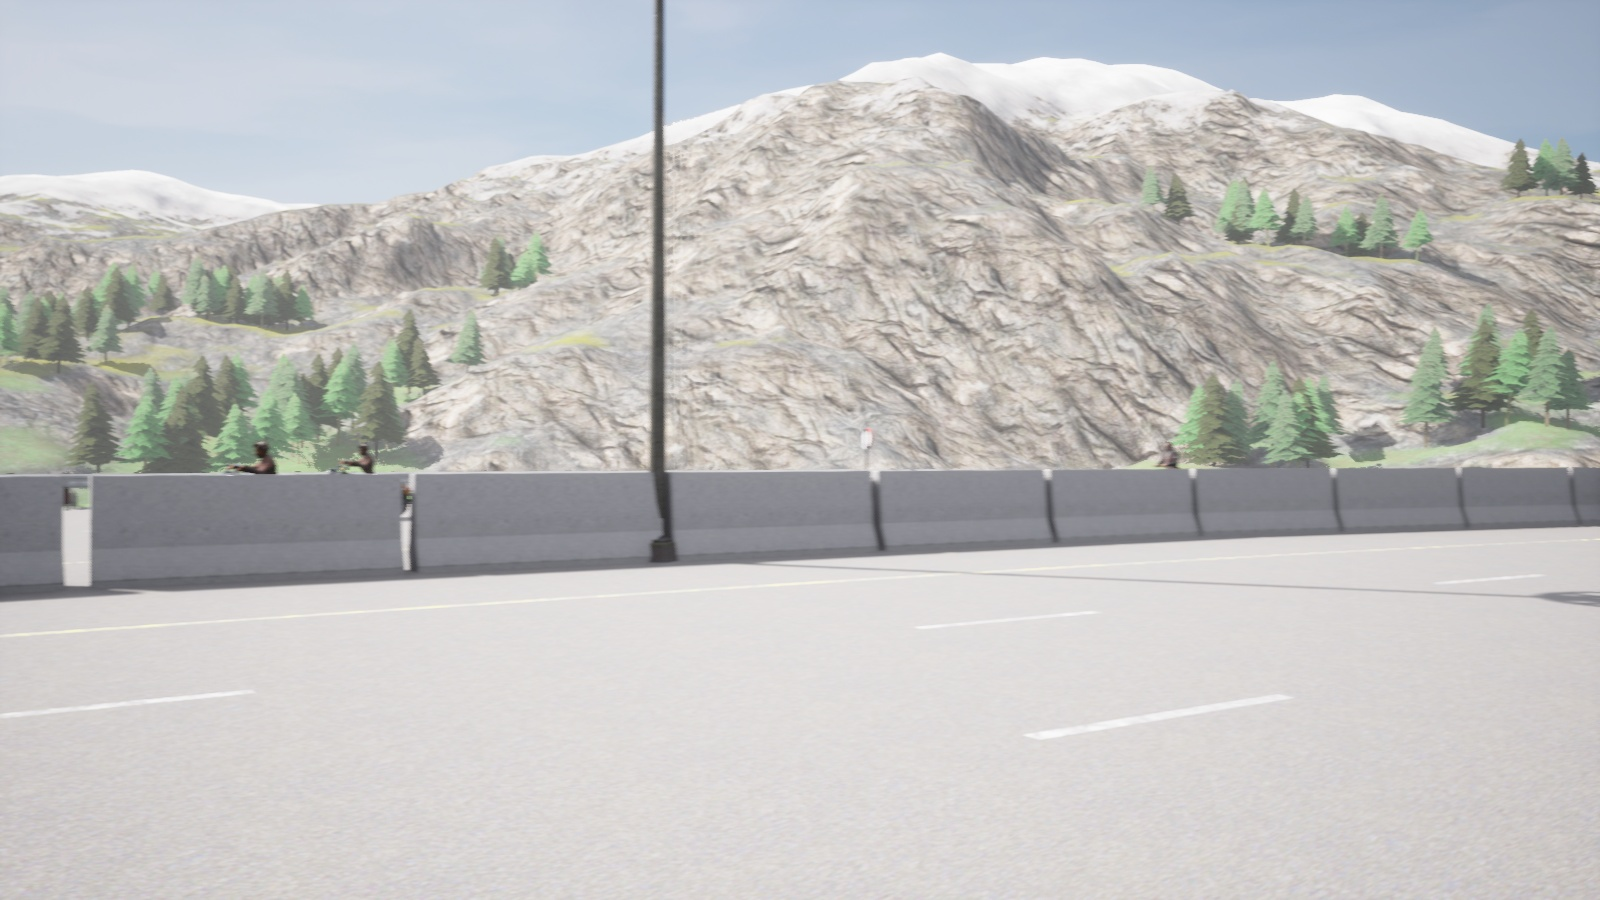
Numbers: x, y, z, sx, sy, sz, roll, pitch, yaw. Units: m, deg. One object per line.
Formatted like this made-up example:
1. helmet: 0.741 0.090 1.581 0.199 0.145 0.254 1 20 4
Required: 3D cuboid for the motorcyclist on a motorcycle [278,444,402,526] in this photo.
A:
1. motorcyclist on a motorcycle: -9.716 0.711 26.580 2.350 1.649 0.766 0 1 -33
